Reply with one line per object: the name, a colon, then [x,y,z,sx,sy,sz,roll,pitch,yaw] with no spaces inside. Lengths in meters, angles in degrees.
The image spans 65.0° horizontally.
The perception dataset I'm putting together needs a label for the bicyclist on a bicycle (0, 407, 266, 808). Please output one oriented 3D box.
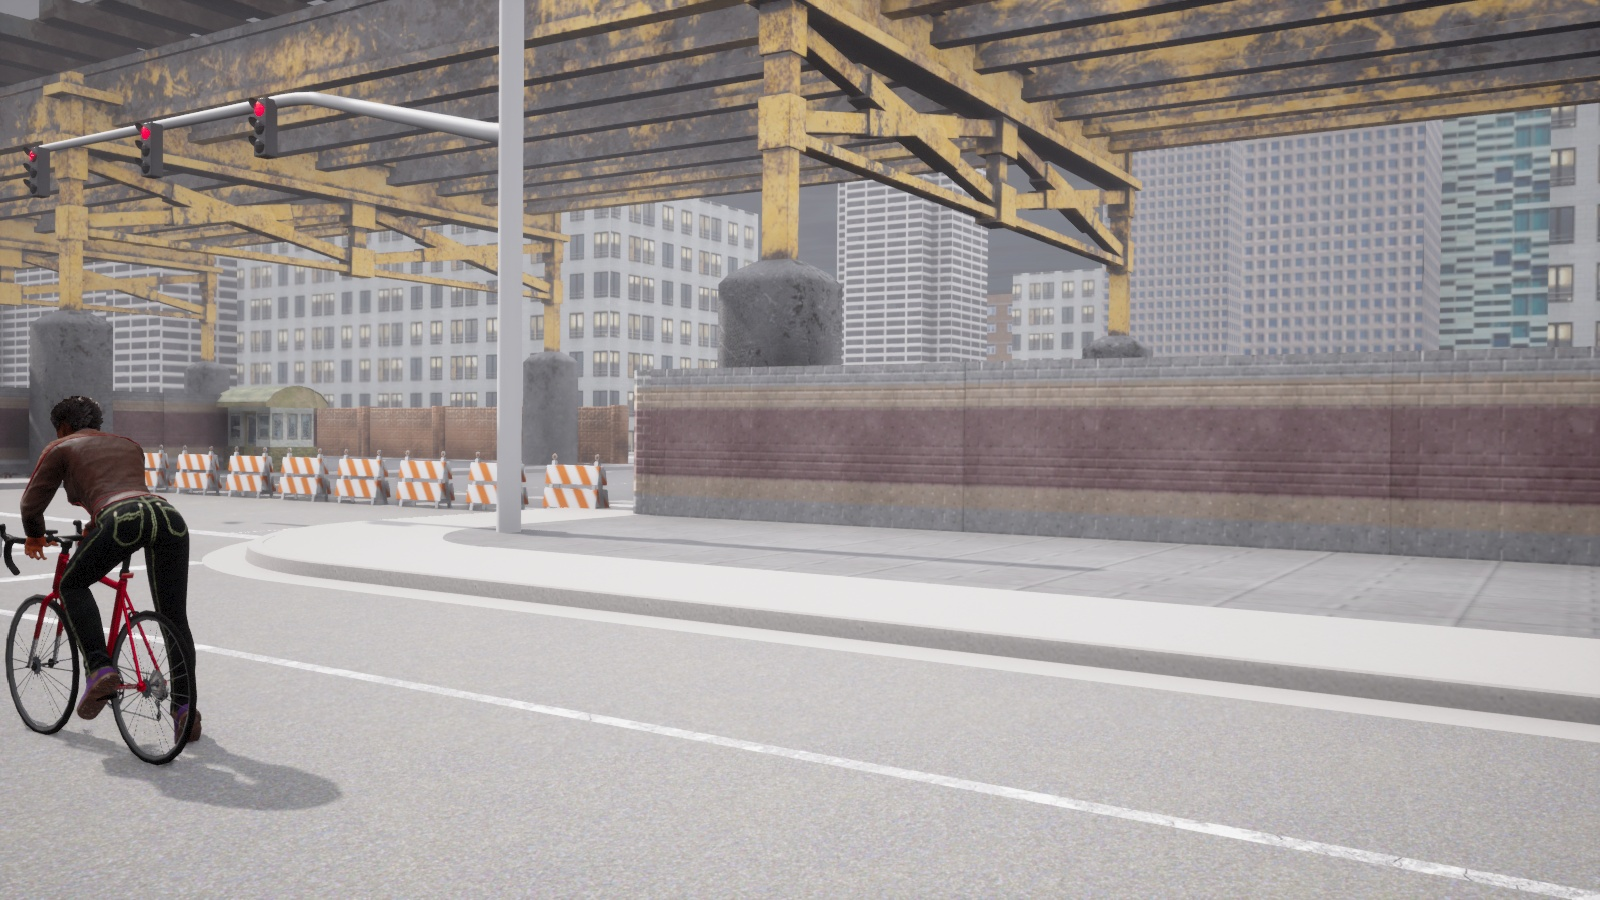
bicyclist on a bicycle: [-3.227,0.635,5.764,1.656,1.620,0.582,0,1,34]
